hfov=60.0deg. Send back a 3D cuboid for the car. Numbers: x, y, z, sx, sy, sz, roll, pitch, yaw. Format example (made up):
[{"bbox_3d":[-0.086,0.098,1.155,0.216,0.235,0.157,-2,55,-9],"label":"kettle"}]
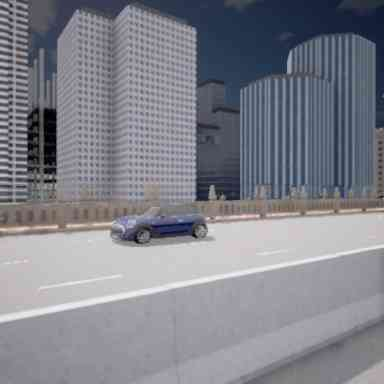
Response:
[{"bbox_3d":[-1.510,1.371,15.807,4.553,1.767,2.097,0,0,-35],"label":"car"}]
